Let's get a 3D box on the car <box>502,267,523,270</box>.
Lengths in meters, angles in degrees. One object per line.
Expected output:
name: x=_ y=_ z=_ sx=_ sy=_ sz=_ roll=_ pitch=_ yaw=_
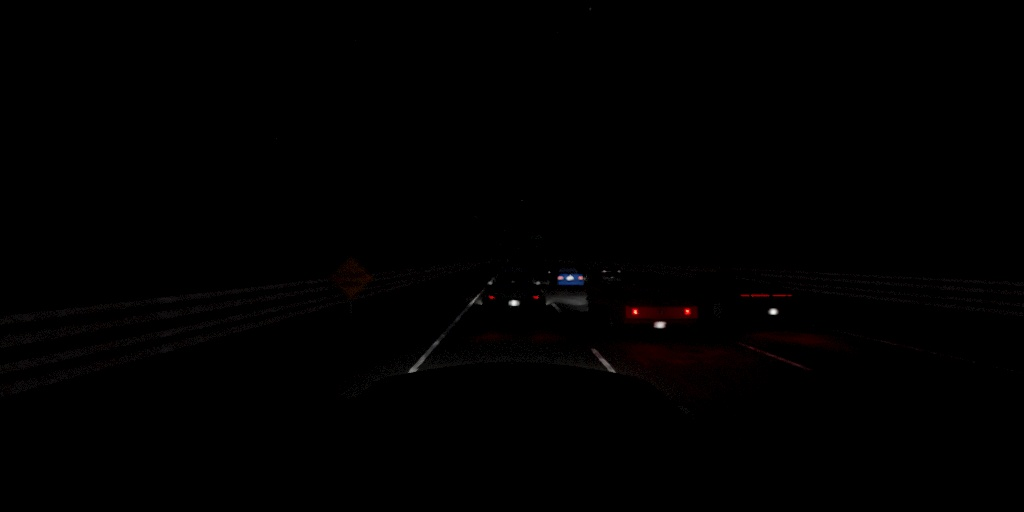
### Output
car: x=0.069 y=1.422 z=26.276 sx=1.895 sy=1.301 sz=4.718 roll=0 pitch=0 yaw=0

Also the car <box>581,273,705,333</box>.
car: x=3.561 y=1.377 z=10.833 sx=1.895 sy=1.301 sz=4.718 roll=0 pitch=0 yaw=0

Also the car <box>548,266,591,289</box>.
car: x=3.551 y=1.362 z=24.023 sx=2.033 sy=1.411 sz=5.357 roll=0 pitch=0 yaw=1

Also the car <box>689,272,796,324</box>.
car: x=7.069 y=1.282 z=12.103 sx=1.837 sy=1.490 sz=4.892 roll=0 pitch=-1 yaw=0

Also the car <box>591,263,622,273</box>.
car: x=7.077 y=1.317 z=27.725 sx=2.128 sy=1.511 sz=4.902 roll=0 pitch=0 yaw=0

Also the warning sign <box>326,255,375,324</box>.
warning sign: x=-4.548 y=0.890 z=10.167 sx=1.300 sy=1.860 sz=1.060 roll=0 pitch=0 yaw=0

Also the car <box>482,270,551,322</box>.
car: x=0.073 y=1.343 z=12.378 sx=1.994 sy=1.385 sz=4.181 roll=0 pitch=0 yaw=0
